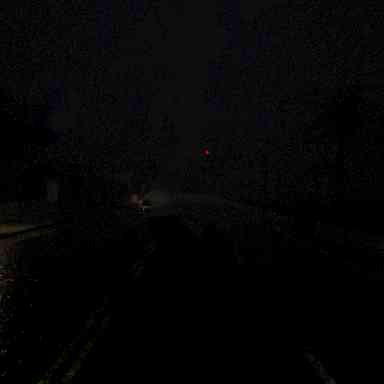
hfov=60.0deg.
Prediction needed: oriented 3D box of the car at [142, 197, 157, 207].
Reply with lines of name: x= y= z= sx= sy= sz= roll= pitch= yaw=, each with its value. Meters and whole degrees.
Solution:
car: x=-6.493 y=1.537 z=50.978 sx=1.994 sy=1.385 sz=4.181 roll=0 pitch=1 yaw=0
